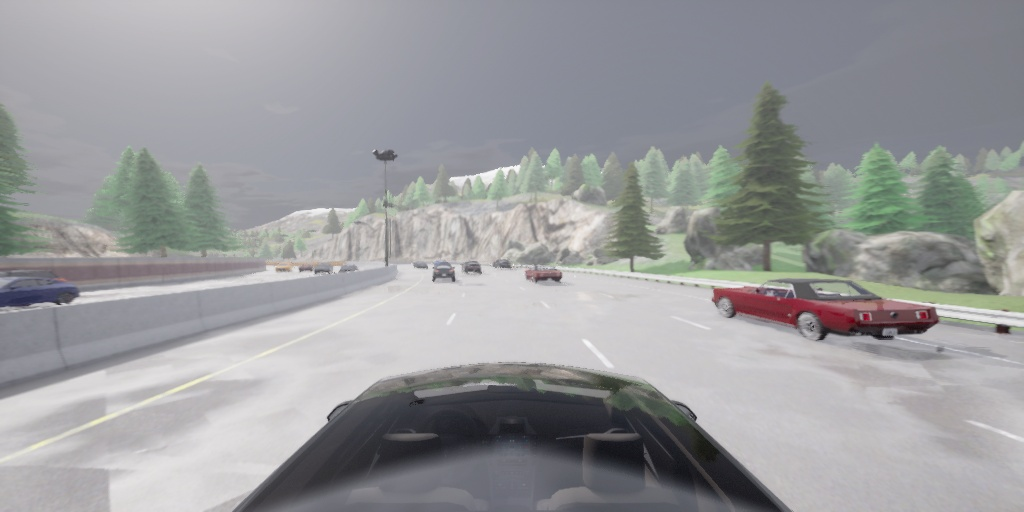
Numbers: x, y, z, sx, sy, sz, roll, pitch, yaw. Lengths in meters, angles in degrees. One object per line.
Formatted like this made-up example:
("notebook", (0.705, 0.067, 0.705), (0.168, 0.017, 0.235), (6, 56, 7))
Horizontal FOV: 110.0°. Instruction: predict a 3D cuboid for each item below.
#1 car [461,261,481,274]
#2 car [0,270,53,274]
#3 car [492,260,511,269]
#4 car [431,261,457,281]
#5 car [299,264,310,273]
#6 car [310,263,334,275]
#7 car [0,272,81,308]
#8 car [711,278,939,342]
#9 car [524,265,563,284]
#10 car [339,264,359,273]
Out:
("car", (-4.881, 1.345, 42.402), (1.837, 1.490, 4.892), (0, -1, -16))
("car", (-25.535, 1.528, 17.965), (2.097, 1.767, 4.553), (-1, 0, -7))
("car", (-1.684, 1.297, 55.974), (1.837, 1.490, 4.892), (1, 0, -20))
("car", (-5.994, 1.383, 31.421), (1.812, 1.442, 4.674), (-1, 0, -12))
("car", (-31.805, 1.890, 55.737), (1.895, 1.301, 4.718), (-1, 0, -22))
("car", (-25.187, 1.683, 48.119), (1.837, 1.490, 4.892), (-1, 0, -18))
("car", (-21.737, 1.640, 15.470), (1.812, 1.442, 4.674), (-1, 0, -5))
("car", (7.420, 1.230, 9.378), (1.895, 1.301, 4.718), (-1, 0, -3))
("car", (2.233, 1.320, 27.026), (1.895, 1.301, 4.718), (-1, 0, -10))
("car", (-20.886, 1.671, 46.168), (1.994, 1.385, 4.181), (-1, 0, -17))
